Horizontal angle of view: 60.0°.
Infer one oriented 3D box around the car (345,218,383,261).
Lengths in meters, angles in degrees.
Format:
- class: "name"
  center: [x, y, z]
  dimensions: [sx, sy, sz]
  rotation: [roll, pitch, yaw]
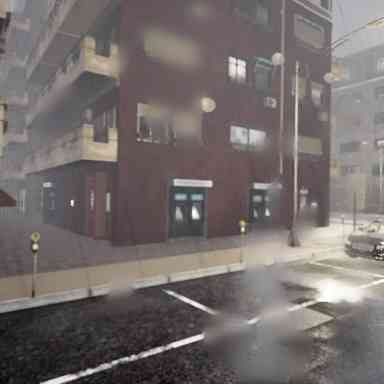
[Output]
- class: "car"
  center: [7.145, 1.623, 11.746]
  dimensions: [4.403, 1.369, 2.008]
  rotation: [0, 1, -35]
